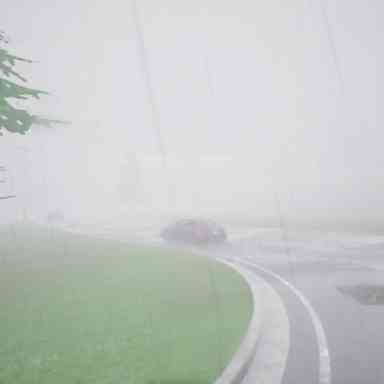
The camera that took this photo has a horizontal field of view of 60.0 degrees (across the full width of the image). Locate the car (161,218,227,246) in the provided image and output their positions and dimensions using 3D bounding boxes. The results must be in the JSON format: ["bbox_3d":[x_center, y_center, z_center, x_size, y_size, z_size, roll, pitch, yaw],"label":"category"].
[{"bbox_3d":[0.013,2.145,18.664,1.994,1.385,4.181,0,-2,-38],"label":"car"}]

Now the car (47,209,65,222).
[{"bbox_3d":[-19.962,3.328,48.623,2.097,1.767,4.553,0,-2,-27],"label":"car"}]
